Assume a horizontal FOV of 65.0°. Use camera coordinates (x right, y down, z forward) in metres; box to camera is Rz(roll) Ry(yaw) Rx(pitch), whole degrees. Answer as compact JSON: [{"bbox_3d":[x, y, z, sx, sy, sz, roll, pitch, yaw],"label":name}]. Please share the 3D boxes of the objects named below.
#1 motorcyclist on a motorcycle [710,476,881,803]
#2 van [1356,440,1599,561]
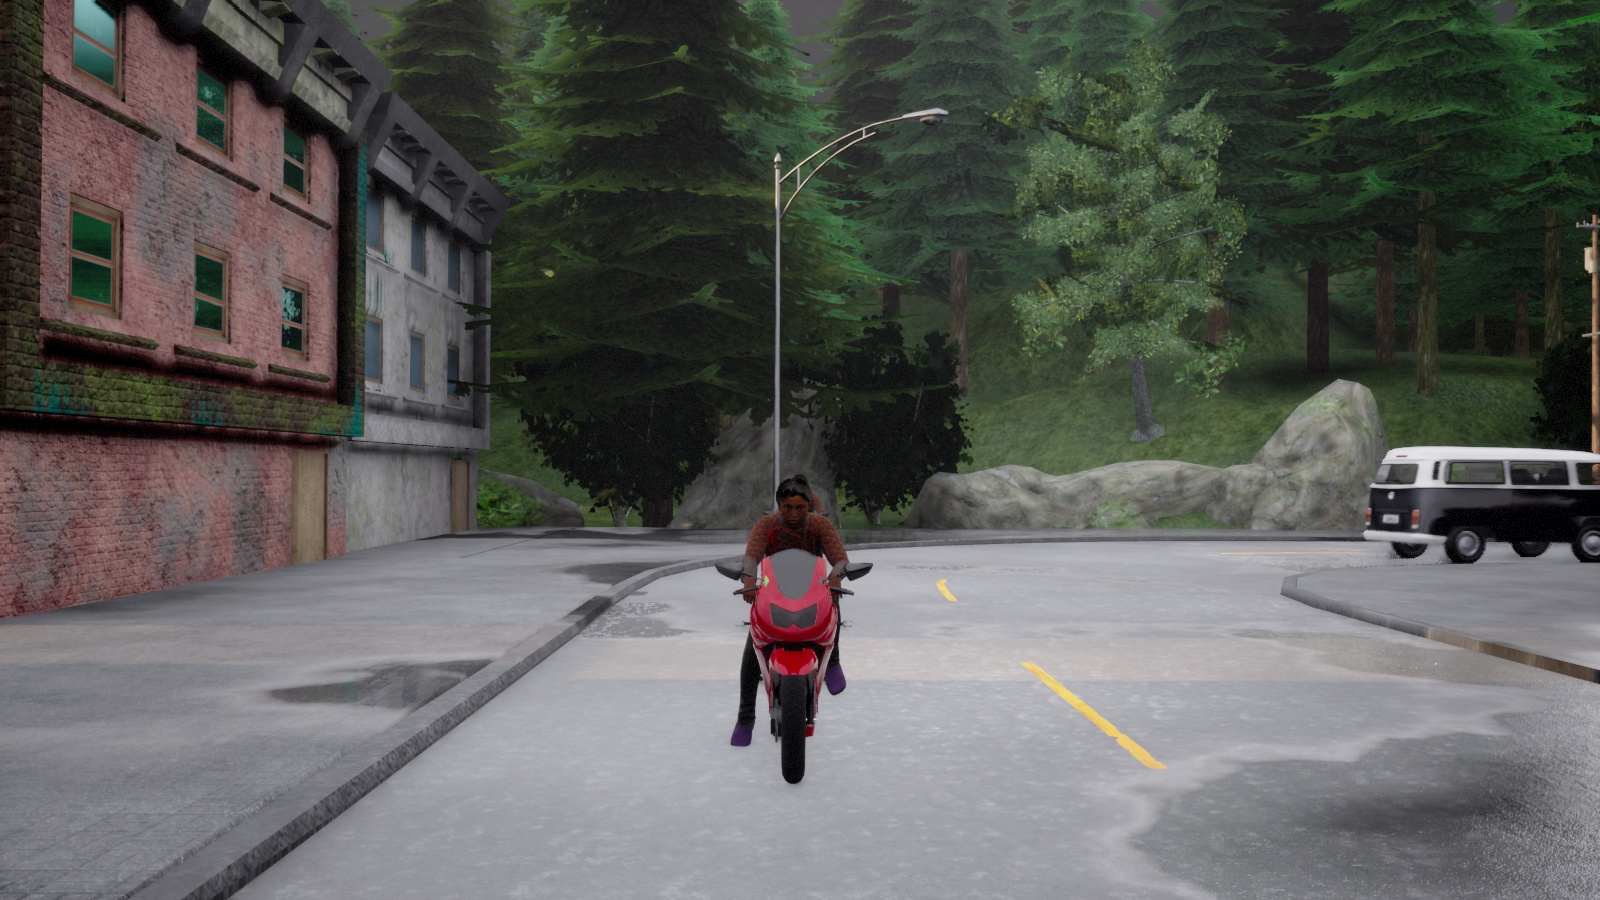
[{"bbox_3d":[-0.029,0.913,6.940,0.797,1.523,2.044,0,-1,0],"label":"motorcyclist on a motorcycle"},{"bbox_3d":[12.633,0.864,22.471,4.480,2.038,2.069,0,-1,-8],"label":"van"}]
